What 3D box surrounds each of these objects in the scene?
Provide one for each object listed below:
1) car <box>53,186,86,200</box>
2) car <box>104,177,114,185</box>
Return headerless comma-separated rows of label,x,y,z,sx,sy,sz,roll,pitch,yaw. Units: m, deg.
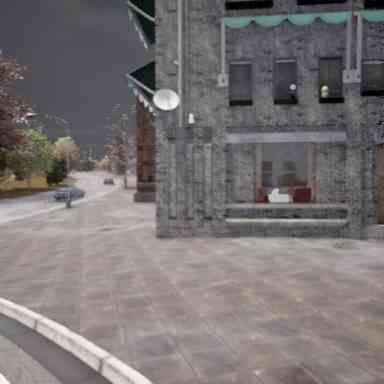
car,-13.232,0.068,36.218,2.033,1.411,5.357,0,5,1
car,-16.020,-2.209,64.019,2.128,1.511,4.902,0,4,-13
